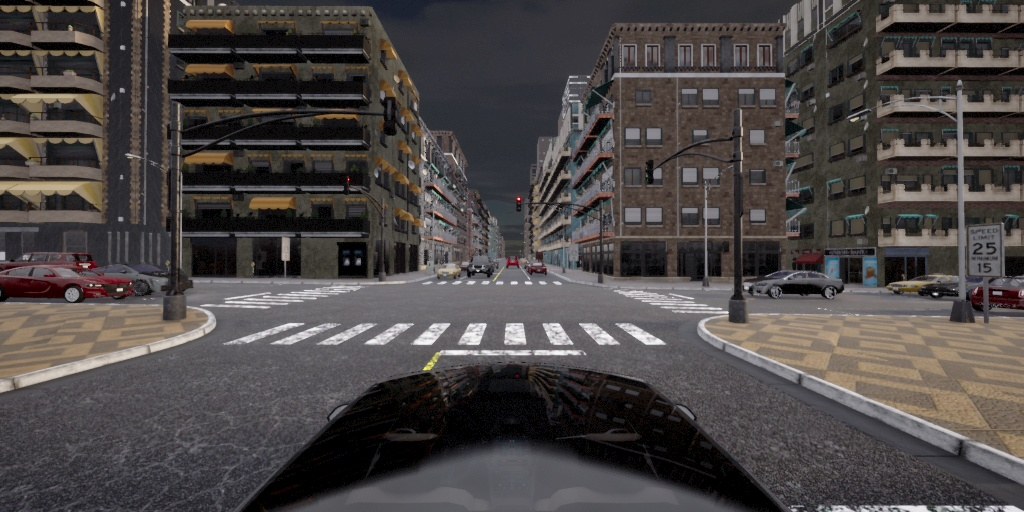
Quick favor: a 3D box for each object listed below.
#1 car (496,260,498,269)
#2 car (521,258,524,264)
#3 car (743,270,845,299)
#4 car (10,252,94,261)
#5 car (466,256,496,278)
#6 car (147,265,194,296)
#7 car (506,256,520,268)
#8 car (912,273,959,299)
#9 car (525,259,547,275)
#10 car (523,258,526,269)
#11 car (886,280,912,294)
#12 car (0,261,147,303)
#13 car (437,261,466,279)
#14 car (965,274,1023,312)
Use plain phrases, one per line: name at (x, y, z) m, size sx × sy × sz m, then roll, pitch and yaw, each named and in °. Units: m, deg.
car at (-3.056, 1.266, 45.260) m, size 1.837 × 1.490 × 4.892 m, roll 0°, pitch 0°, yaw 0°
car at (2.743, 1.347, 54.886) m, size 1.802 × 1.307 × 4.207 m, roll 0°, pitch 0°, yaw 0°
car at (15.323, 1.523, 19.696) m, size 4.902 × 1.511 × 2.128 m, roll 1°, pitch -1°, yaw -1°
car at (-28.626, 0.687, 21.989) m, size 5.009 × 1.841 × 2.192 m, roll 0°, pitch 0°, yaw 0°
car at (-3.067, 0.980, 35.221) m, size 2.150 × 2.045 × 5.566 m, roll 0°, pitch 0°, yaw 0°
car at (-17.125, 1.058, 16.279) m, size 4.181 × 1.385 × 1.994 m, roll 1°, pitch -1°, yaw -1°
car at (0.151, 0.992, 61.676) m, size 2.150 × 2.045 × 5.566 m, roll 0°, pitch 0°, yaw 1°
car at (25.987, 1.745, 19.765) m, size 5.357 × 1.411 × 2.033 m, roll 1°, pitch -1°, yaw 0°
car at (2.727, 1.304, 38.316) m, size 1.888 × 1.381 × 4.507 m, roll 0°, pitch 0°, yaw 0°
car at (2.733, 1.201, 43.840) m, size 1.967 × 1.591 × 4.097 m, roll 0°, pitch 0°, yaw 0°
car at (26.266, 1.755, 22.318) m, size 4.829 × 1.417 × 1.751 m, roll 0°, pitch 0°, yaw 0°
car at (-17.251, 1.012, 13.684) m, size 4.507 × 1.381 × 1.888 m, roll 0°, pitch 0°, yaw 0°
car at (-5.659, 1.283, 32.645) m, size 1.751 × 1.417 × 4.829 m, roll 0°, pitch 0°, yaw 0°
car at (20.847, 1.500, 13.968) m, size 4.097 × 1.591 × 1.967 m, roll 0°, pitch 0°, yaw 0°
